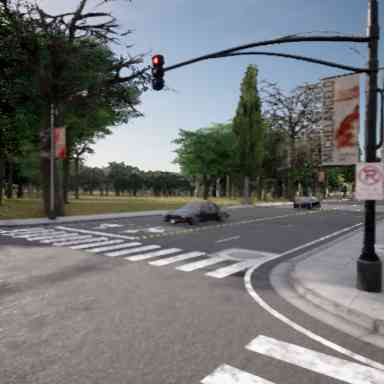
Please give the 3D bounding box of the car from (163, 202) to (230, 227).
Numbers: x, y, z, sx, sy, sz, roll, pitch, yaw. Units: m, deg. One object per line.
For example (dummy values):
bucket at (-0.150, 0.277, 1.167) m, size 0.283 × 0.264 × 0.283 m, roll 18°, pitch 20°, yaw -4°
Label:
car at (0.465, 1.354, 21.738) m, size 2.033 × 1.411 × 5.357 m, roll 1°, pitch 1°, yaw 37°

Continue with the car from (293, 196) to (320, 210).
car at (13.454, 1.276, 38.863) m, size 1.882 × 1.535 × 5.008 m, roll 1°, pitch 1°, yaw 37°
